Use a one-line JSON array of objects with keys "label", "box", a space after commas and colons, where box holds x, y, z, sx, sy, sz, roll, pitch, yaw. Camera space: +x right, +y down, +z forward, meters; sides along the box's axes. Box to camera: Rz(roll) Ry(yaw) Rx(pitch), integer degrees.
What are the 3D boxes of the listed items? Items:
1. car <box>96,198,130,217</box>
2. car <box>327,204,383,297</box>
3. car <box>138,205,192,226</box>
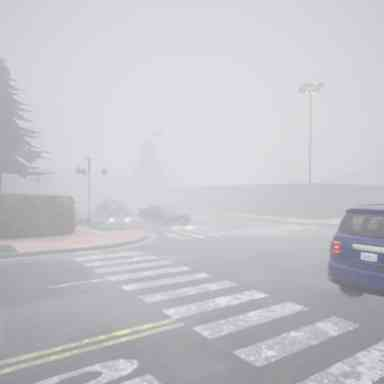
[{"label": "car", "box": [-7.982, 1.467, 33.338, 2.097, 1.767, 4.553, 1, 0, -35]}, {"label": "car", "box": [5.406, 1.310, 7.613, 5.566, 2.045, 2.150, 1, -1, -35]}, {"label": "car", "box": [-2.214, 1.662, 25.209, 2.033, 1.411, 5.357, 1, 0, -36]}]
